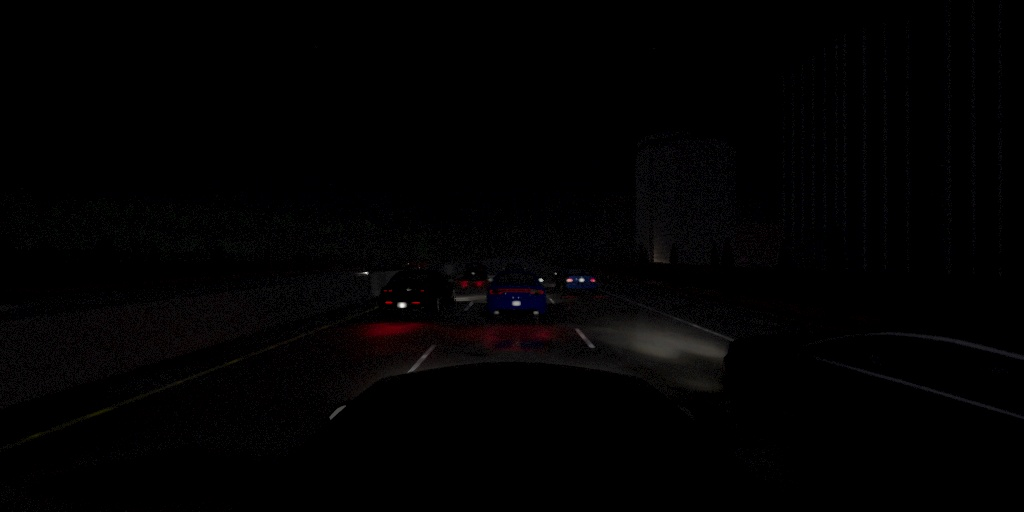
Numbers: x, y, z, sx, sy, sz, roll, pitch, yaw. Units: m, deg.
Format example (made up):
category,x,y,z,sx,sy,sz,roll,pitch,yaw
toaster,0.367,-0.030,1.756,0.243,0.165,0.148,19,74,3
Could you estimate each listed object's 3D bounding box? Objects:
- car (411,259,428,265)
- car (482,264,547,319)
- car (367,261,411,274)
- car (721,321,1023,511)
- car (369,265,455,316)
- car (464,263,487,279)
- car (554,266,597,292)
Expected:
category,x,y,z,sx,sy,sz,roll,pitch,yaw
car,-13.840,1.188,52.524,2.097,1.767,4.553,0,0,1
car,0.138,1.235,12.934,1.882,1.535,5.008,0,0,0
car,-10.492,1.263,30.271,2.128,1.511,4.902,0,0,0
car,3.632,1.249,2.698,2.128,1.511,4.902,0,0,0
car,-3.359,1.257,13.402,1.837,1.490,4.892,0,0,0
car,-3.308,1.315,32.836,1.812,1.442,4.674,0,0,0
car,3.664,1.324,21.299,2.033,1.411,5.357,0,0,0
